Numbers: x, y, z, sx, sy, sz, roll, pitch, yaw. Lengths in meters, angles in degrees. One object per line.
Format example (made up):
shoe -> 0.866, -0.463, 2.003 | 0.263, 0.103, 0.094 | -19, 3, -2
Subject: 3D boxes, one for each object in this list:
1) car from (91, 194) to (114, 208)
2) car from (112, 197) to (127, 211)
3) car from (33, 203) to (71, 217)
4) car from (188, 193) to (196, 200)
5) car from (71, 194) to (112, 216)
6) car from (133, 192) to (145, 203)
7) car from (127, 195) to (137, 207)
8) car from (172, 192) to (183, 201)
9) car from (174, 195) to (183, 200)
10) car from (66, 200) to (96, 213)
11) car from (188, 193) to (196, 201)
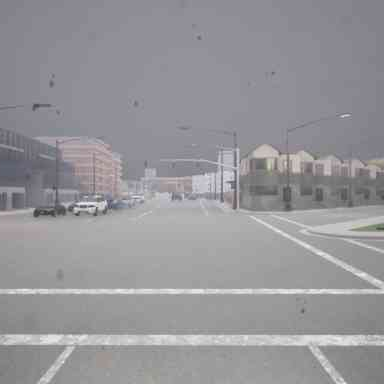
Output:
car -> -14.131, 1.341, 52.724 | 2.150, 2.045, 5.566 | 0, 1, 0
car -> -10.631, 1.675, 45.052 | 1.882, 1.535, 5.008 | 0, 0, 0
car -> -14.125, 1.751, 33.308 | 1.994, 1.385, 4.181 | 0, 0, 0
car -> -0.066, 1.138, 87.751 | 2.097, 1.767, 4.553 | 0, -2, 0
car -> -10.625, 1.418, 35.315 | 2.150, 2.045, 5.566 | 0, 0, 1
car -> -10.587, 1.125, 64.855 | 2.150, 2.045, 5.566 | 0, 1, 0
car -> -10.631, 1.624, 54.136 | 1.812, 1.442, 4.674 | 0, 1, 0
car -> -3.557, 1.050, 77.078 | 2.150, 2.045, 5.566 | 0, 0, 0
car -> -3.566, 1.477, 87.771 | 2.128, 1.511, 4.902 | 0, -2, 0
car -> -14.131, 1.762, 42.543 | 2.033, 1.411, 5.357 | 0, 0, 0
car -> -0.058, 1.419, 77.792 | 1.895, 1.301, 4.718 | 0, -1, 0
